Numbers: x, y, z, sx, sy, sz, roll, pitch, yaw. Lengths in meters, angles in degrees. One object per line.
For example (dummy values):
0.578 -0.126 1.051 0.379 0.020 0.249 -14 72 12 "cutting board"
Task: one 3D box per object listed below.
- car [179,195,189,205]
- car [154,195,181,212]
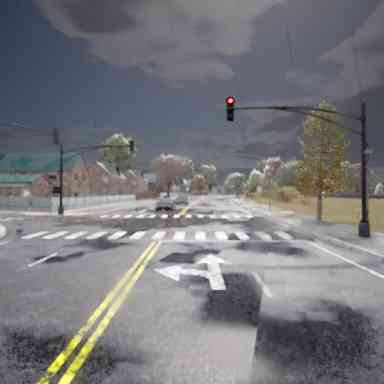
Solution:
-1.601 1.278 53.389 1.837 1.490 4.892 0 2 3 "car"
-2.692 1.368 35.145 2.033 1.411 5.357 0 1 3 "car"
